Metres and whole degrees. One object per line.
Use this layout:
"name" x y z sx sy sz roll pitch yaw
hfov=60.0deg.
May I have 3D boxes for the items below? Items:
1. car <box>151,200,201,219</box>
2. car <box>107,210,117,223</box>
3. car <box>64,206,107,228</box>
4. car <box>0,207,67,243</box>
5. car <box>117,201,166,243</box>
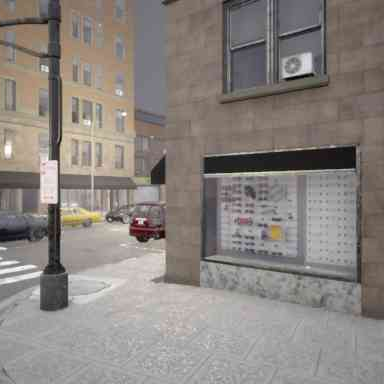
"car" -1.307 1.497 29.358 1.752 1.417 4.829 0 0 35
"car" -4.441 1.549 24.857 1.947 1.339 4.313 0 0 35
"car" -7.769 1.521 20.075 1.752 1.417 4.829 0 0 35
"car" -8.327 1.551 14.022 2.033 1.411 5.357 0 0 31
"car" -0.689 1.306 15.321 2.192 1.841 5.009 0 0 35
